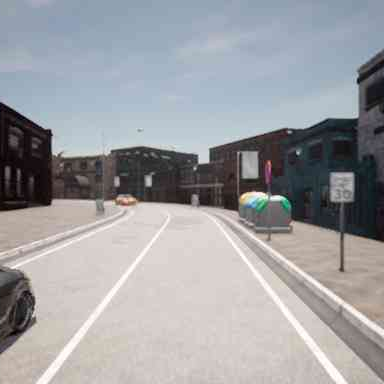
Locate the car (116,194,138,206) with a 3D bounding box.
[{"bbox_3d":[-9.433,1.135,48.154,2.097,1.767,4.553,0,0,-30],"label":"car"}]

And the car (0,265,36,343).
[{"bbox_3d":[-3.604,1.549,3.871,1.994,1.385,4.181,0,0,0],"label":"car"}]
